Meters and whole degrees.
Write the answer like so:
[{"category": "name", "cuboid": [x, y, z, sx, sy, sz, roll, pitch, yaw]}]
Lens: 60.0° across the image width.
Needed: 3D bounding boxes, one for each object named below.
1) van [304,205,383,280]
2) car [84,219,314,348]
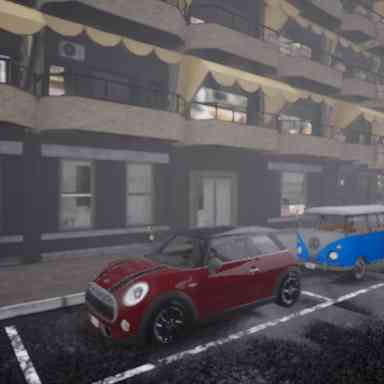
[{"category": "van", "cuboid": [4.636, 1.286, 9.448, 3.998, 1.788, 1.690, 0, 1, -36]}, {"category": "car", "cuboid": [0.145, 1.419, 6.213, 4.097, 1.590, 1.967, 0, 1, -36]}]
